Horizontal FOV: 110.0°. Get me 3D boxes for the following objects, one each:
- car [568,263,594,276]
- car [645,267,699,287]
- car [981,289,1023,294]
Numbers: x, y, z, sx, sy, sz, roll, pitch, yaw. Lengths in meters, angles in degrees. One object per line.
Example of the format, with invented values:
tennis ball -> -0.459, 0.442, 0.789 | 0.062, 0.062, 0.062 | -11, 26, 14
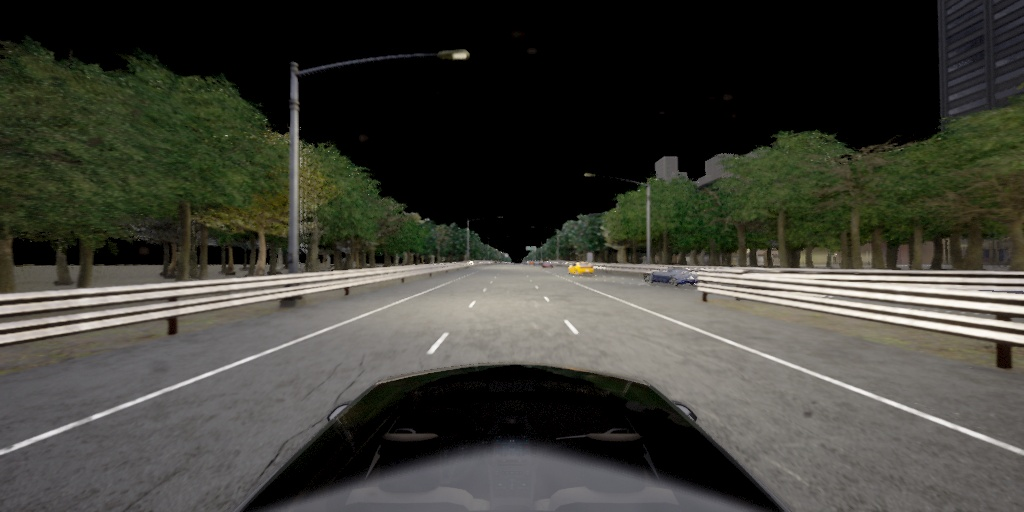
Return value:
car -> 8.212, 1.538, 43.067 | 1.882, 1.535, 5.008 | 0, 0, -7
car -> 12.020, 1.539, 27.153 | 1.994, 1.385, 4.181 | 0, 0, -16
car -> 18.526, 1.293, 11.258 | 1.895, 1.301, 4.718 | 0, -2, -25
